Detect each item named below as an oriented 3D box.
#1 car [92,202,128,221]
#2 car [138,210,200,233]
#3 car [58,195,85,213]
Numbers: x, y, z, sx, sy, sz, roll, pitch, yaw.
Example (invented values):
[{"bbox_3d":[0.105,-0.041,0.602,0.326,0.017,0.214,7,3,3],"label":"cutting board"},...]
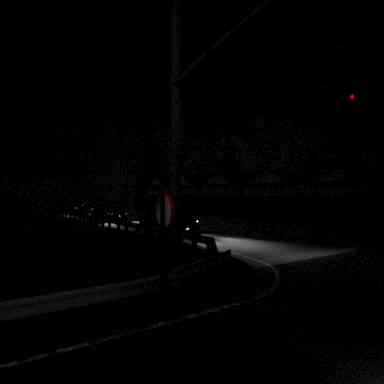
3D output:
[{"bbox_3d":[-7.239,1.696,28.931,1.837,1.490,4.892,0,0,-35],"label":"car"},{"bbox_3d":[-1.511,1.792,20.772,1.895,1.301,4.718,0,0,-35],"label":"car"},{"bbox_3d":[-14.141,1.413,38.794,2.150,2.045,5.566,0,0,-32],"label":"car"}]
